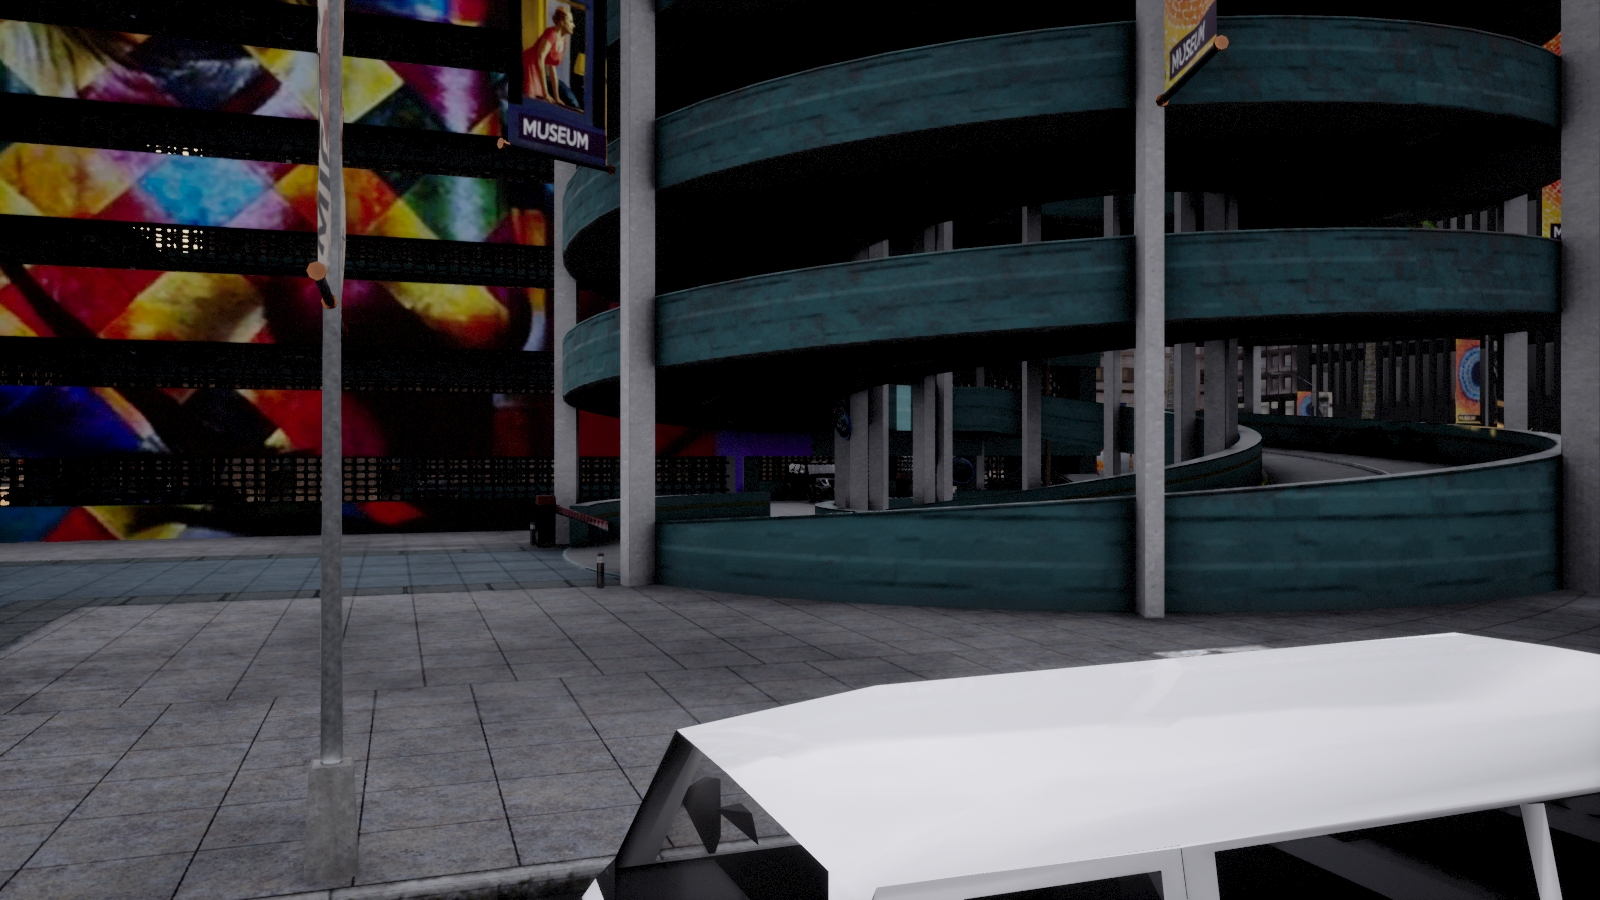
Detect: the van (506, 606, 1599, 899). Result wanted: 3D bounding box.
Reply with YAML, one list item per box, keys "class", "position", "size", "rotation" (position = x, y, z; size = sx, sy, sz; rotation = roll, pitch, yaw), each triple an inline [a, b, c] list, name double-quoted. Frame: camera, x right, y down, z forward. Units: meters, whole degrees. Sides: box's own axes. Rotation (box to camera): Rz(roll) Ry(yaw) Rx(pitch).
- class: "van"
  position: [1.425, 1.783, 3.850]
  size: [4.480, 2.038, 2.069]
  rotation: [0, 0, -21]
